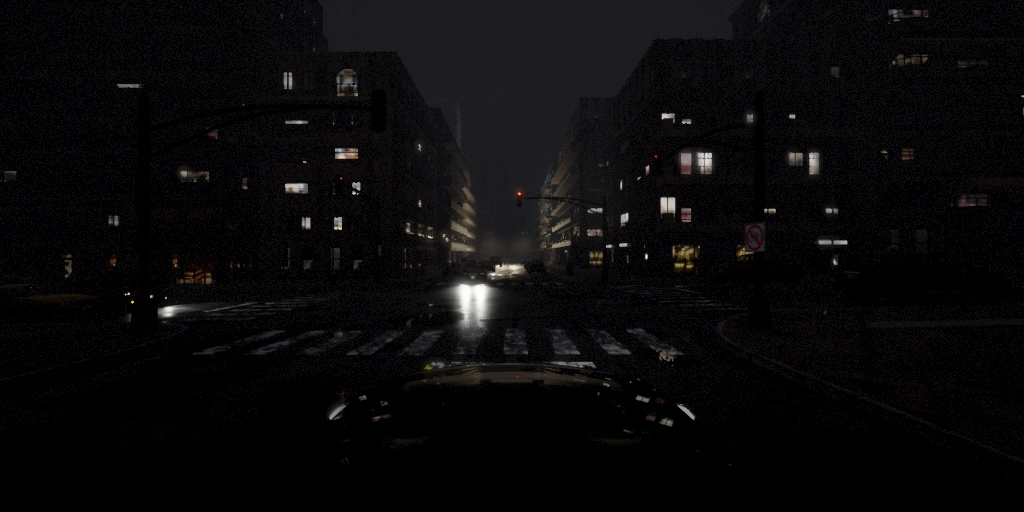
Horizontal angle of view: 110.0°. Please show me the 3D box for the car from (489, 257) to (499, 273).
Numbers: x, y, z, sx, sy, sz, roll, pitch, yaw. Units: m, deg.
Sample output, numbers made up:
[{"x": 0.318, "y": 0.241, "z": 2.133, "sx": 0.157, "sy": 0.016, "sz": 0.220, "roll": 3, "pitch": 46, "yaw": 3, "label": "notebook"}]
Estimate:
[{"x": -3.011, "y": 1.237, "z": 44.073, "sx": 1.882, "sy": 1.535, "sz": 5.008, "roll": 0, "pitch": 0, "yaw": 0, "label": "car"}]

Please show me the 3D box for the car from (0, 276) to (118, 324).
[{"x": -17.608, "y": 1.585, "z": 12.855, "sx": 4.829, "sy": 1.417, "sz": 1.751, "roll": 0, "pitch": 0, "yaw": 0, "label": "car"}]

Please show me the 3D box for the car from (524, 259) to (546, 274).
[{"x": 2.771, "y": 1.198, "z": 40.822, "sx": 1.967, "sy": 1.591, "sz": 4.097, "roll": 0, "pitch": 0, "yaw": 0, "label": "car"}]

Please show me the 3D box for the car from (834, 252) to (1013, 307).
[{"x": 14.733, "y": 0.775, "z": 13.069, "sx": 5.009, "sy": 1.841, "sz": 2.192, "roll": 0, "pitch": 0, "yaw": 0, "label": "car"}]

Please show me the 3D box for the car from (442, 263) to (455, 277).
[{"x": -5.621, "y": 1.322, "z": 35.155, "sx": 1.948, "sy": 1.339, "sz": 4.313, "roll": 0, "pitch": 0, "yaw": 0, "label": "car"}]

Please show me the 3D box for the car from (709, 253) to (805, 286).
[{"x": 14.616, "y": 0.759, "z": 21.449, "sx": 5.009, "sy": 1.841, "sz": 2.192, "roll": 0, "pitch": 0, "yaw": 0, "label": "car"}]

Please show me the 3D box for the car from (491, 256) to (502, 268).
[{"x": -2.905, "y": 0.993, "z": 64.272, "sx": 2.150, "sy": 2.045, "sz": 5.566, "roll": 0, "pitch": 0, "yaw": 1, "label": "car"}]

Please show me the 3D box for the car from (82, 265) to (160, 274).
[{"x": -23.559, "y": 1.462, "z": 21.163, "sx": 5.009, "sy": 1.841, "sz": 2.192, "roll": 0, "pitch": 0, "yaw": 0, "label": "car"}]

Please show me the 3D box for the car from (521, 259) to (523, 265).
[{"x": 2.807, "y": 1.348, "z": 57.870, "sx": 1.802, "sy": 1.307, "sz": 4.207, "roll": 0, "pitch": 0, "yaw": 0, "label": "car"}]

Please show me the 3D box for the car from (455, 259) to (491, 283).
[{"x": -2.870, "y": 1.245, "z": 27.580, "sx": 2.128, "sy": 1.511, "sz": 4.902, "roll": 0, "pitch": 0, "yaw": -3, "label": "car"}]

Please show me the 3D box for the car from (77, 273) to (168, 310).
[{"x": -17.594, "y": 1.615, "z": 15.450, "sx": 4.181, "sy": 1.385, "sz": 1.994, "roll": -1, "pitch": 0, "yaw": 0, "label": "car"}]

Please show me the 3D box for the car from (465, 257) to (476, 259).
[{"x": -5.597, "y": 1.075, "z": 46.521, "sx": 2.192, "sy": 1.841, "sz": 5.009, "roll": 0, "pitch": 0, "yaw": 0, "label": "car"}]
